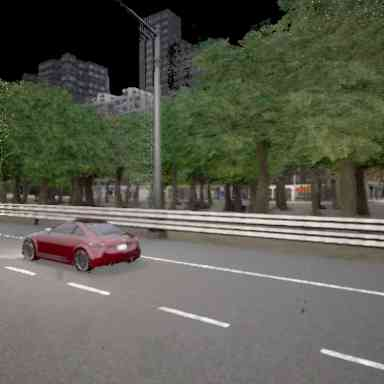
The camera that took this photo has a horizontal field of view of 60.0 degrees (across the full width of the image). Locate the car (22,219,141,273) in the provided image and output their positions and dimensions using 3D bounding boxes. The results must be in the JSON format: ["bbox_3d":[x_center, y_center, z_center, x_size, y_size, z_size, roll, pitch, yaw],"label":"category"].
[{"bbox_3d":[-3.647,1.566,10.770,4.181,1.385,1.994,0,0,36],"label":"car"}]
